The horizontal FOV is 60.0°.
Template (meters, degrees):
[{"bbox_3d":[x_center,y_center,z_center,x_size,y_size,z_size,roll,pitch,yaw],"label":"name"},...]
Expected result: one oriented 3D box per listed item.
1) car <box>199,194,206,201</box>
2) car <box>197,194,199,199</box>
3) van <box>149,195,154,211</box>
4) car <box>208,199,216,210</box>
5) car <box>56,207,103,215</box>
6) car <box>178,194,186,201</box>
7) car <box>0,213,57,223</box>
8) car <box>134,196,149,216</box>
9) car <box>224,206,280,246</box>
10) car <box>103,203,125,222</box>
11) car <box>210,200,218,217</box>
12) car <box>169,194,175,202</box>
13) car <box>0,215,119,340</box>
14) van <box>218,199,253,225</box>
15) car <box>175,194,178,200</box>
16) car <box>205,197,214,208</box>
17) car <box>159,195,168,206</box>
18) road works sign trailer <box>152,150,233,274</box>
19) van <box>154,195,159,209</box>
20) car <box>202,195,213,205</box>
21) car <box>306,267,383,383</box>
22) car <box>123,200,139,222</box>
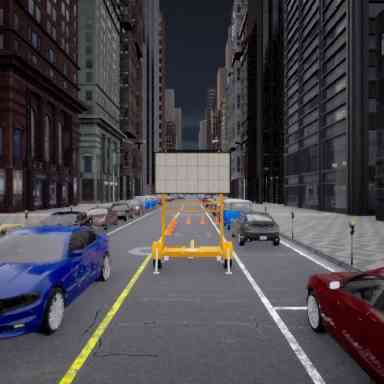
[{"bbox_3d":[2.868,1.369,60.259,2.192,1.841,5.009,0,0,0],"label":"car"},{"bbox_3d":[2.909,1.620,82.974,1.752,1.417,4.829,0,0,0],"label":"car"},{"bbox_3d":[-5.697,1.366,37.714,1.690,1.788,3.998,0,0,0],"label":"van"},{"bbox_3d":[2.818,1.601,32.078,1.802,1.307,4.206,0,0,0],"label":"car"},{"bbox_3d":[-5.737,1.571,15.167,1.947,1.339,4.313,0,0,0],"label":"car"},{"bbox_3d":[-2.835,1.661,91.945,2.033,1.411,5.357,0,0,0],"label":"car"},{"bbox_3d":[-5.748,1.528,9.361,1.752,1.417,4.829,0,0,0],"label":"car"},{"bbox_3d":[-5.707,1.459,32.078,1.967,1.590,4.097,0,0,0],"label":"car"},{"bbox_3d":[2.788,1.556,15.169,2.008,1.369,4.403,0,0,0],"label":"car"},{"bbox_3d":[-5.727,1.591,20.804,1.802,1.307,4.206,0,0,0],"label":"car"},{"bbox_3d":[2.808,1.564,26.442,2.008,1.369,4.403,0,0,0],"label":"car"},{"bbox_3d":[-5.626,1.628,77.170,1.887,1.381,4.507,0,0,0],"label":"car"},{"bbox_3d":[-3.088,1.479,6.936,1.882,1.535,5.008,0,0,0],"label":"car"},{"bbox_3d":[2.797,1.350,20.805,1.690,1.788,3.998,0,0,0],"label":"van"},{"bbox_3d":[-5.606,1.672,88.443,1.947,1.339,4.313,0,0,0],"label":"car"},{"bbox_3d":[2.828,1.576,37.714,2.008,1.369,4.403,0,0,0],"label":"car"},{"bbox_3d":[-5.667,1.361,54.623,2.192,1.841,5.009,0,0,0],"label":"car"},{"bbox_3d":[0.018,0.467,10.559,2.380,3.560,2.880,0,0,0],"label":"road works sign trailer"},{"bbox_3d":[-5.687,1.373,43.351,1.690,1.788,3.998,0,0,0],"label":"van"},{"bbox_3d":[2.848,1.583,48.986,1.887,1.381,4.507,0,0,0],"label":"car"},{"bbox_3d":[2.767,1.545,3.897,1.887,1.381,4.507,0,0,0],"label":"car"},{"bbox_3d":[-5.717,1.579,26.441,1.947,1.339,4.313,0,0,0],"label":"car"}]
